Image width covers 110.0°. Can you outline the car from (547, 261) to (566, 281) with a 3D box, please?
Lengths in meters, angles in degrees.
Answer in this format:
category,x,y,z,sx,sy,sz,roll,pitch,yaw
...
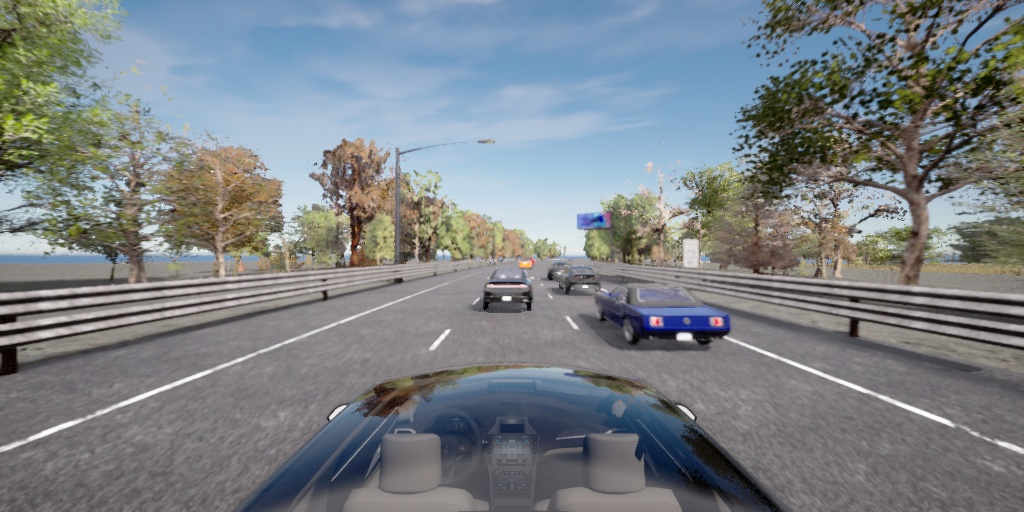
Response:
category,x,y,z,sx,sy,sz,roll,pitch,yaw
car,4.072,1.242,31.234,2.033,1.649,4.856,0,0,2

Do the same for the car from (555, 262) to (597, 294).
category,x,y,z,sx,sy,sz,roll,pitch,yaw
car,3.728,1.292,20.361,1.837,1.490,4.892,0,0,1

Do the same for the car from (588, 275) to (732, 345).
category,x,y,z,sx,sy,sz,roll,pitch,yaw
car,3.537,1.368,9.516,1.895,1.301,4.718,0,0,1

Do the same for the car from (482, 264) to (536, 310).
category,x,y,z,sx,sy,sz,roll,pitch,yaw
car,-0.078,1.265,14.840,2.128,1.511,4.902,0,0,3

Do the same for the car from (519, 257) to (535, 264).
category,x,y,z,sx,sy,sz,roll,pitch,yaw
car,2.261,1.236,59.520,2.097,1.767,4.553,0,0,5
